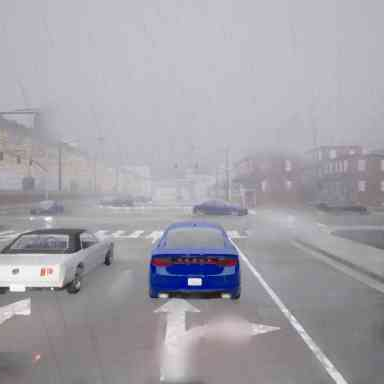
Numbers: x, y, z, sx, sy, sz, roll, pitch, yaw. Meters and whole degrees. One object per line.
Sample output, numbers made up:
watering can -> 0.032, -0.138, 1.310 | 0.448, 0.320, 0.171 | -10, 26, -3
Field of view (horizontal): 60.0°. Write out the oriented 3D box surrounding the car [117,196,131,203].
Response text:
car -> -13.925, 1.500, 68.562 | 1.837, 1.490, 4.892 | 0, 0, 0

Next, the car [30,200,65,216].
car -> -14.064, 1.526, 32.715 | 1.812, 1.442, 4.674 | 0, 0, 0

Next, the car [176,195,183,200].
car -> -3.398, 1.500, 93.267 | 1.837, 1.490, 4.892 | 0, 0, 0

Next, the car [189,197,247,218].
car -> 2.478, 1.478, 30.018 | 5.008, 1.535, 1.882 | 0, 1, 21

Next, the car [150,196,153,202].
car -> -10.413, 1.552, 79.077 | 1.994, 1.385, 4.181 | 0, 0, 0

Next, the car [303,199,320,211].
car -> 15.755, 1.491, 39.486 | 4.902, 1.511, 2.128 | 0, 0, 0

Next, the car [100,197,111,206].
car -> -14.023, 1.526, 56.058 | 1.812, 1.442, 4.674 | 0, 0, 0

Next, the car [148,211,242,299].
car -> 0.075, 1.478, 8.508 | 1.882, 1.535, 5.008 | 0, 0, 1

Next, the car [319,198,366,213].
car -> 16.500, 1.564, 35.983 | 4.181, 1.385, 1.994 | 0, 0, 0

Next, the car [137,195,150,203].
car -> -10.428, 1.525, 68.421 | 1.812, 1.442, 4.674 | 0, 0, 0

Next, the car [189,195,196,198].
car -> 0.102, 1.540, 93.311 | 2.033, 1.411, 5.357 | 0, 0, 0

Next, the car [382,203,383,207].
car -> 25.746, 1.221, 39.474 | 5.566, 2.045, 2.150 | 0, 0, 0

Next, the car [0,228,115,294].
car -> -3.420, 1.601, 8.775 | 1.895, 1.301, 4.718 | 0, 0, 0

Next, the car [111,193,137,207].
car -> -10.472, 1.221, 51.435 | 2.150, 2.045, 5.566 | 0, 0, -1

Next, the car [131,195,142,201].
car -> -13.909, 1.491, 83.200 | 1.837, 1.490, 4.892 | 0, 0, 0
